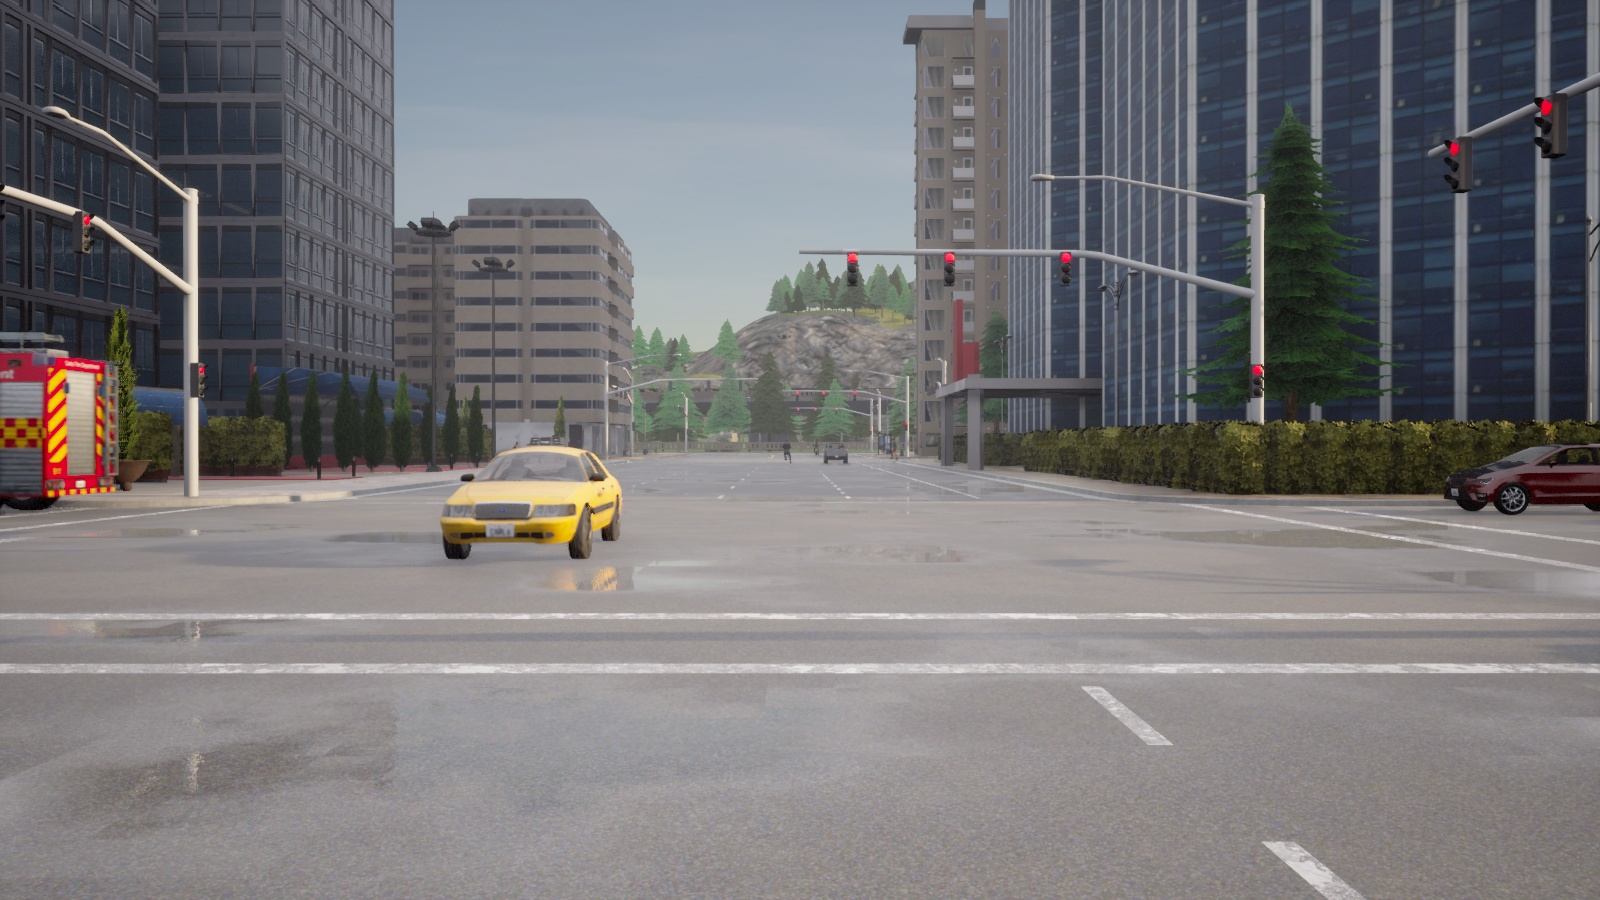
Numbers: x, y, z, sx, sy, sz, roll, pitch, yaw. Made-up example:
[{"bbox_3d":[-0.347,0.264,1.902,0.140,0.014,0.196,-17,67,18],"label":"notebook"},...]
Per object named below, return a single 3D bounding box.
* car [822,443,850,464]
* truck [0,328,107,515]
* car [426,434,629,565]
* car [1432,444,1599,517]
[{"bbox_3d":[2.553,0.252,90.334,1.845,1.501,3.633,0,0,-1],"label":"car"},{"bbox_3d":[-19.967,-0.587,26.994,8.468,3.827,2.891,0,0,-3],"label":"truck"},{"bbox_3d":[-3.628,0.582,17.751,1.801,1.575,5.366,0,0,-1],"label":"car"},{"bbox_3d":[15.923,0.623,26.546,4.193,1.474,1.816,0,0,0],"label":"car"}]
